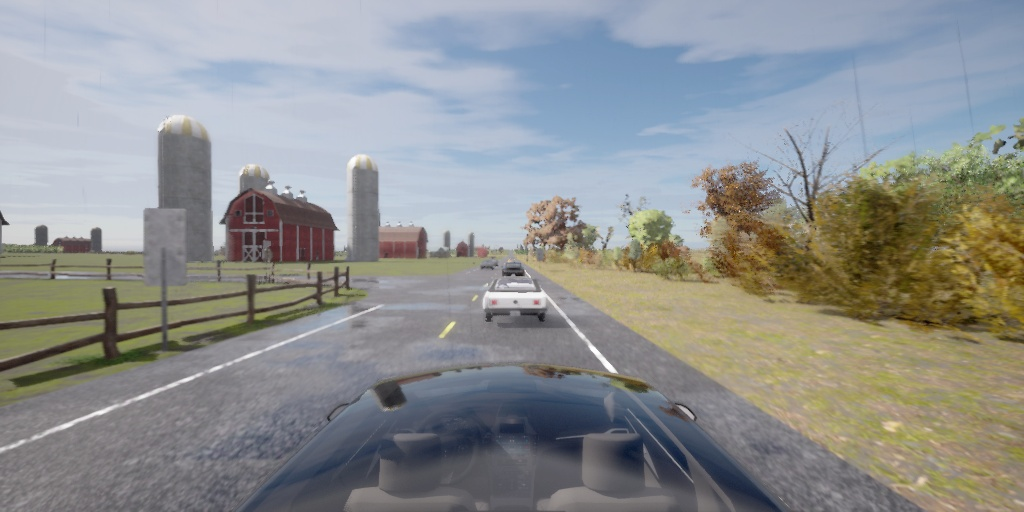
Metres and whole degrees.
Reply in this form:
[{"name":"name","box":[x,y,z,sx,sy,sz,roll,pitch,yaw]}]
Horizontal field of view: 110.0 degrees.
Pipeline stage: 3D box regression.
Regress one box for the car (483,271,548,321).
[{"name":"car","box":[0.098,1.355,12.448,1.895,1.301,4.718,0,0,0]}]

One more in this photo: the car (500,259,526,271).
[{"name":"car","box":[0.099,1.252,30.219,1.837,1.490,4.892,1,0,0]}]

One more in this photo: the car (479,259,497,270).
[{"name":"car","box":[-3.586,1.269,51.907,1.837,1.490,4.892,0,0,0]}]
